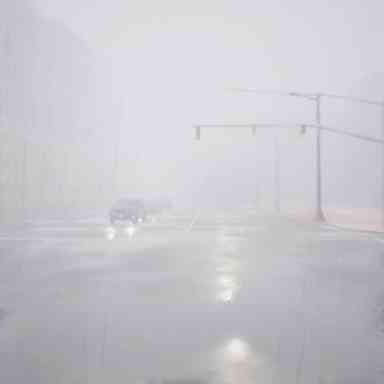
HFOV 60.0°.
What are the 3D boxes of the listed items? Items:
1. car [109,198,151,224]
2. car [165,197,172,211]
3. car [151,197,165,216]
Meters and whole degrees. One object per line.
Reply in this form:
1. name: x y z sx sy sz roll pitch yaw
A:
1. car: -5.351 1.548 28.457 2.150 2.045 5.566 0 -1 3
2. car: -4.186 1.747 48.894 2.150 2.045 5.566 0 -1 3
3. car: -4.784 1.776 38.457 2.097 1.767 4.553 0 -1 3
